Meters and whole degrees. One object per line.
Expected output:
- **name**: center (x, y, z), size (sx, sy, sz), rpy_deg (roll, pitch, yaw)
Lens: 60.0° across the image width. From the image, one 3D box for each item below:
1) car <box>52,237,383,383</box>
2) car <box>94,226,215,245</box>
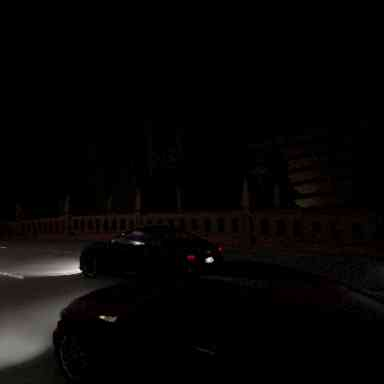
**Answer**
- **car**: center (0.390, 1.537, 3.713), size (4.674, 1.442, 1.812), rpy_deg (-1, 0, 35)
- **car**: center (-1.220, 1.651, 9.159), size (4.181, 1.385, 1.994), rpy_deg (-2, -1, 35)
